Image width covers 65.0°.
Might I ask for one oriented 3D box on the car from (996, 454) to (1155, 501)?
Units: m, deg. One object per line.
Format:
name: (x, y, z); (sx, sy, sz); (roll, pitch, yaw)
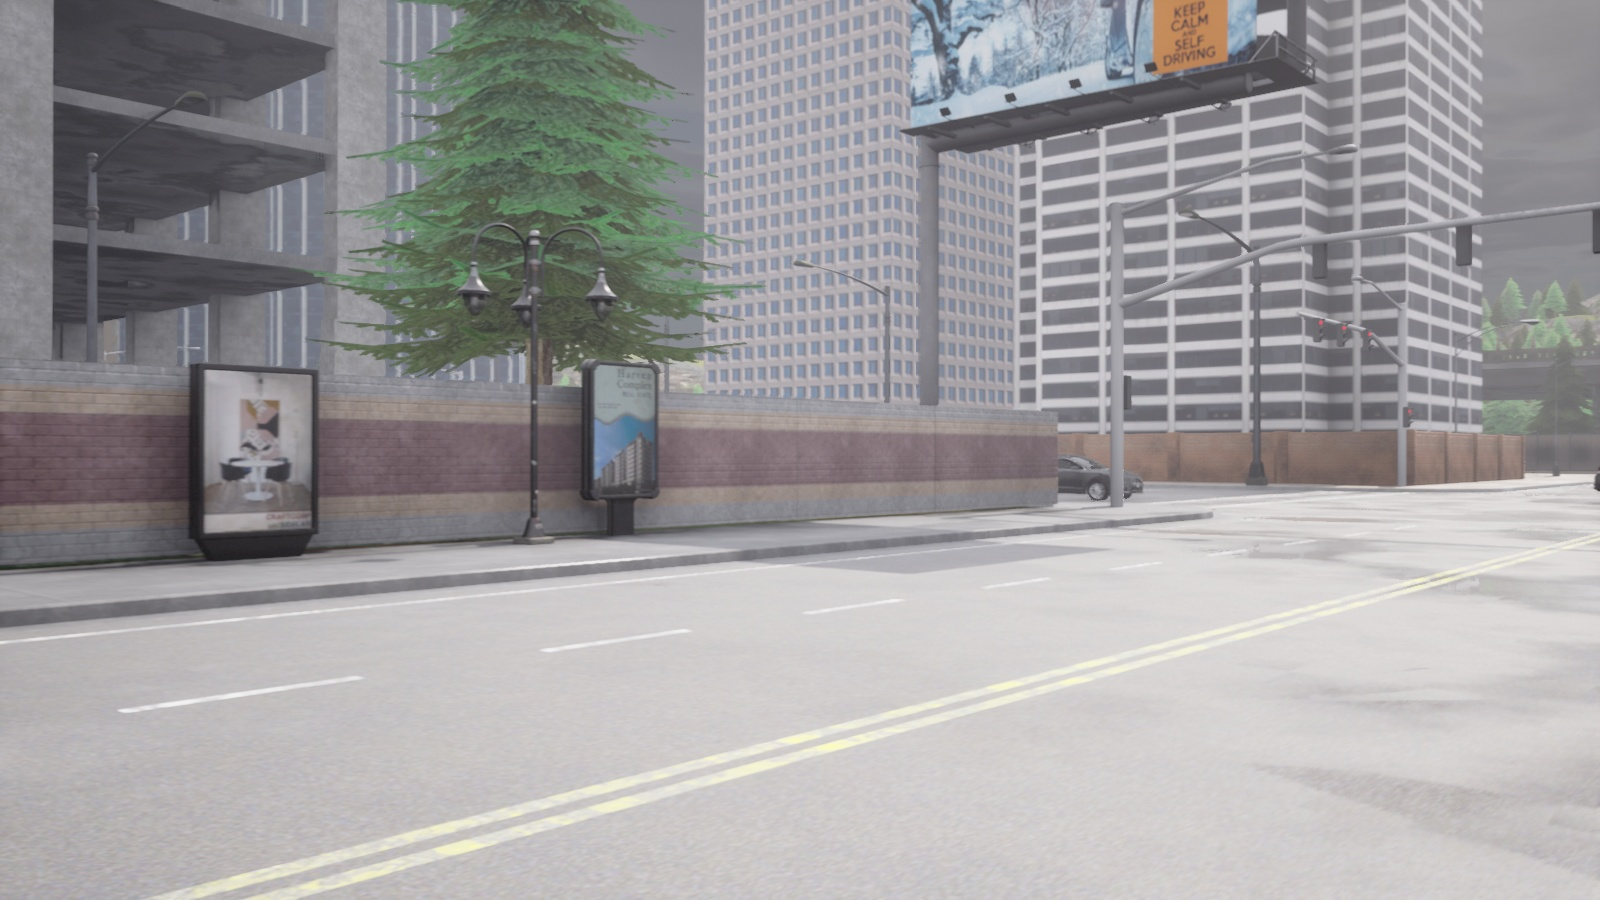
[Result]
car: (9.092, 0.870, 41.749); (4.892, 1.490, 1.837); (0, 0, 42)

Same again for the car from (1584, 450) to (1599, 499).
car: (27.455, 0.760, 39.230); (4.902, 1.511, 2.128); (0, 0, -12)
